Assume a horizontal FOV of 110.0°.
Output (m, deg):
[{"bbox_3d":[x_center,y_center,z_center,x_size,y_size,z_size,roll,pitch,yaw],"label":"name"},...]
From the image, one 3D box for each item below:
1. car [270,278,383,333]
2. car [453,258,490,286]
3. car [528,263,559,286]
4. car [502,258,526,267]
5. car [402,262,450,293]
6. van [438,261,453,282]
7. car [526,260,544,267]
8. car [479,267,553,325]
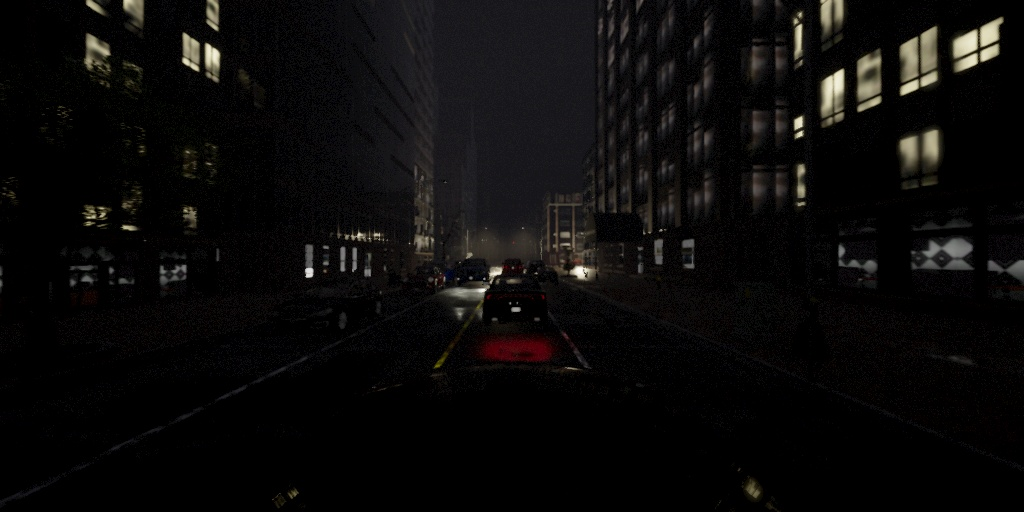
[{"bbox_3d":[-5.315,1.376,10.884,2.007,1.370,4.403,0,0,0],"label":"car"},{"bbox_3d":[-2.839,1.184,27.613,2.150,2.045,5.566,0,0,0],"label":"car"},{"bbox_3d":[2.566,1.512,27.560,2.007,1.370,4.403,0,0,0],"label":"car"},{"bbox_3d":[0.101,1.271,38.168,2.150,2.045,5.566,0,0,0],"label":"car"},{"bbox_3d":[-5.314,1.356,22.001,1.967,1.591,4.097,0,0,0],"label":"car"},{"bbox_3d":[-5.315,1.303,27.560,1.690,1.789,3.998,0,0,0],"label":"van"},{"bbox_3d":[2.566,1.369,38.677,2.192,1.841,5.009,0,0,0],"label":"car"},{"bbox_3d":[0.074,1.313,12.200,1.882,1.535,5.008,0,0,-1],"label":"car"}]
